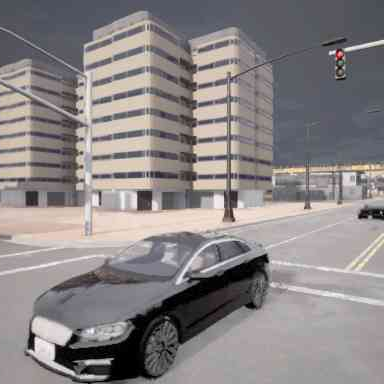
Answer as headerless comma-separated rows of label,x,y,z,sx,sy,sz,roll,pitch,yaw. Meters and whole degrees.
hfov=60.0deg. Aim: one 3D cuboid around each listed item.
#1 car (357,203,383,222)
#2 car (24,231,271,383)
car,14.670,1.601,26.825,1.895,1.301,4.718,0,0,35
car,-0.244,1.496,5.738,2.128,1.511,4.902,0,0,35
